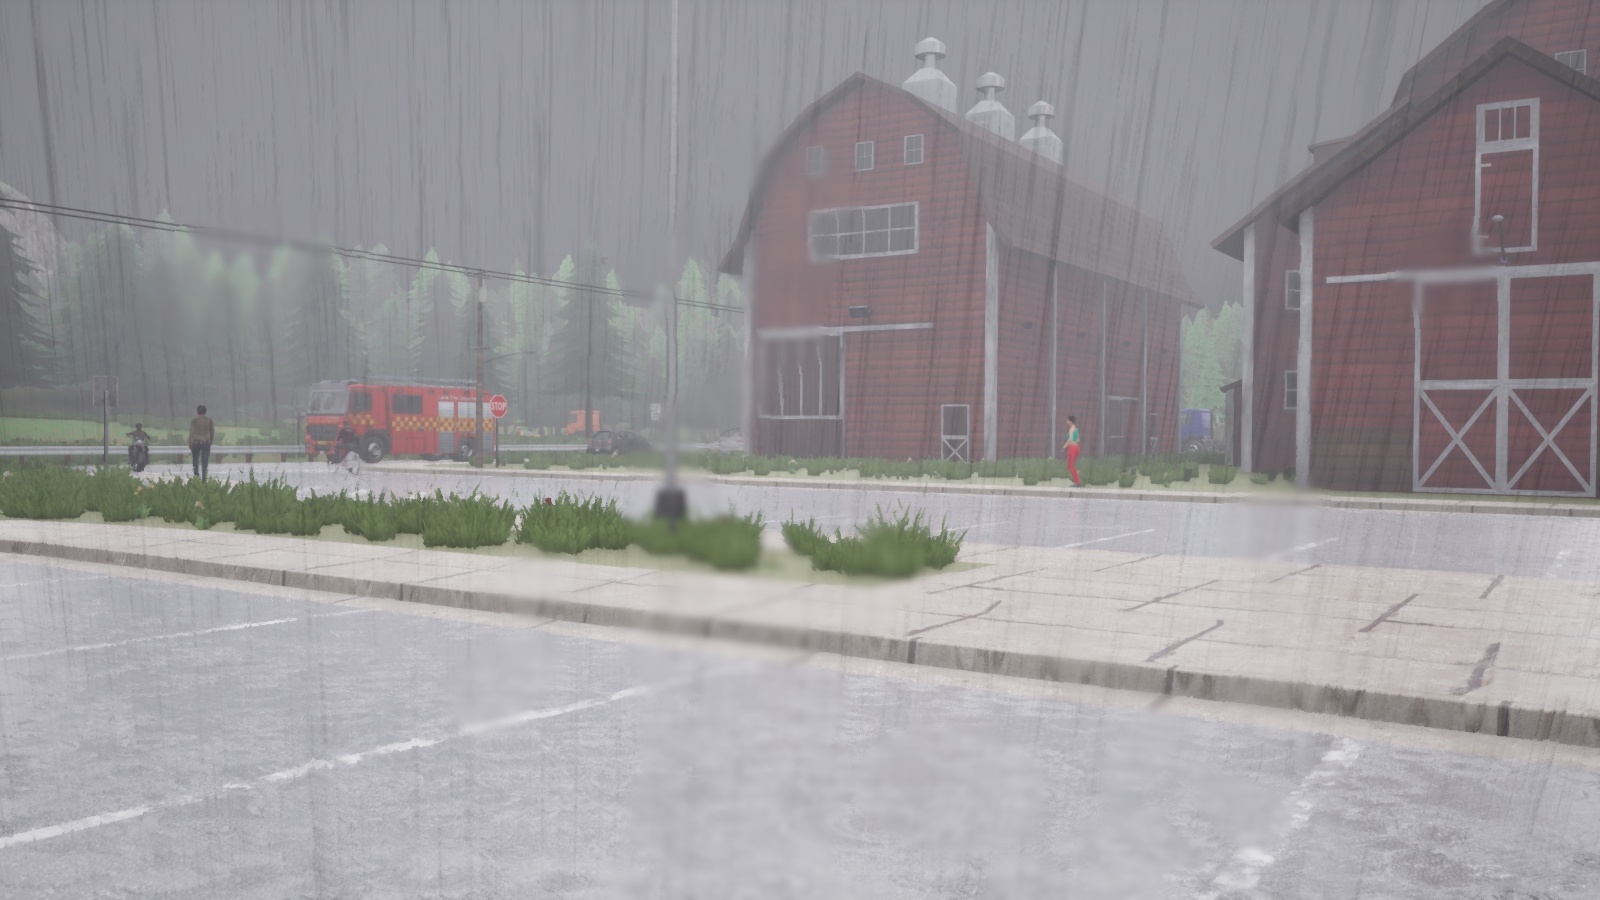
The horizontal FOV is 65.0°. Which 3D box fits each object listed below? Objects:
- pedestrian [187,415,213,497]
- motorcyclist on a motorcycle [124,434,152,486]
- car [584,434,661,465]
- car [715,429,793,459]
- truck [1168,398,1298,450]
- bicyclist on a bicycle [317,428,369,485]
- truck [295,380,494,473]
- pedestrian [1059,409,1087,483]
[{"bbox_3d":[-13.346,0.126,27.937,0.328,1.805,0.869,-1,1,-37],"label":"pedestrian"},{"bbox_3d":[-21.887,0.313,41.511,0.766,1.649,2.350,1,0,-29],"label":"motorcyclist on a motorcycle"},{"bbox_3d":[-8.932,-0.040,63.397,1.845,1.501,3.633,0,1,34],"label":"car"},{"bbox_3d":[-2.630,-0.394,72.731,2.242,1.667,4.611,0,1,34],"label":"car"},{"bbox_3d":[29.636,-1.725,86.089,7.936,3.462,2.891,0,1,33],"label":"truck"},{"bbox_3d":[-14.544,0.188,39.934,1.843,1.776,0.659,0,1,37],"label":"bicyclist on a bicycle"},{"bbox_3d":[-17.956,-1.039,56.289,2.891,3.827,8.468,0,1,34],"label":"truck"},{"bbox_3d":[6.883,-0.108,31.677,0.594,1.836,0.345,0,1,32],"label":"pedestrian"}]
